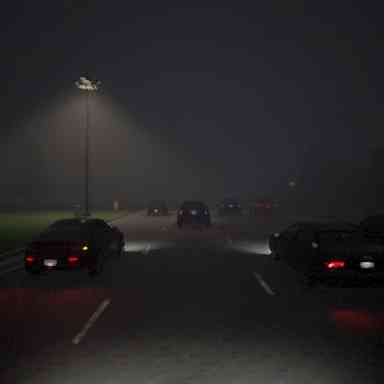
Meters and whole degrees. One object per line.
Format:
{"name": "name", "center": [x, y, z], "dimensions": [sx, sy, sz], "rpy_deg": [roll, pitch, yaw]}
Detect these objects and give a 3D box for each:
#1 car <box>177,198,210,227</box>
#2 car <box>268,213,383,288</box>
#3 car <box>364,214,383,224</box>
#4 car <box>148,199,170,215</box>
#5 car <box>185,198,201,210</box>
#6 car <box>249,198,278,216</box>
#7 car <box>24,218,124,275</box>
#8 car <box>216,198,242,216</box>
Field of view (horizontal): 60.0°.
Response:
{"name": "car", "center": [0.103, 1.357, 23.184], "dimensions": [2.097, 1.767, 4.553], "rpy_deg": [0, 0, 0]}
{"name": "car", "center": [3.601, 1.550, 9.348], "dimensions": [2.033, 1.411, 5.357], "rpy_deg": [0, 0, 0]}
{"name": "car", "center": [7.102, 1.481, 11.723], "dimensions": [1.882, 1.535, 5.008], "rpy_deg": [0, 0, 0]}
{"name": "car", "center": [-3.396, 1.514, 33.981], "dimensions": [1.837, 1.490, 4.892], "rpy_deg": [0, 0, 0]}
{"name": "car", "center": [0.105, 1.559, 45.545], "dimensions": [2.033, 1.411, 5.357], "rpy_deg": [0, 0, 0]}
{"name": "car", "center": [7.104, 1.361, 33.398], "dimensions": [2.097, 1.767, 4.553], "rpy_deg": [0, 0, 0]}
{"name": "car", "center": [-3.399, 1.529, 10.293], "dimensions": [1.812, 1.442, 4.674], "rpy_deg": [0, 0, 0]}
{"name": "car", "center": [3.603, 1.361, 33.017], "dimensions": [2.097, 1.767, 4.553], "rpy_deg": [0, 0, 0]}
